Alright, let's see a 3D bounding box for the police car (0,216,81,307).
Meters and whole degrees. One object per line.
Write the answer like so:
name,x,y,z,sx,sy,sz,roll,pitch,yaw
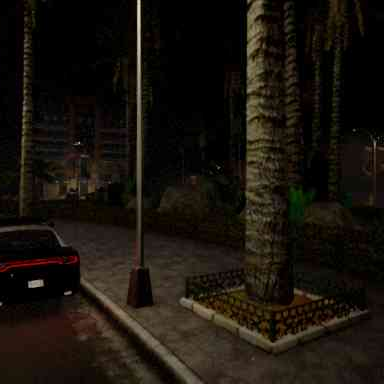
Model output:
police car,-4.232,1.424,8.039,1.930,1.638,5.238,0,0,-34
